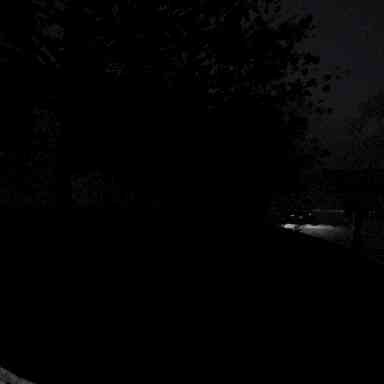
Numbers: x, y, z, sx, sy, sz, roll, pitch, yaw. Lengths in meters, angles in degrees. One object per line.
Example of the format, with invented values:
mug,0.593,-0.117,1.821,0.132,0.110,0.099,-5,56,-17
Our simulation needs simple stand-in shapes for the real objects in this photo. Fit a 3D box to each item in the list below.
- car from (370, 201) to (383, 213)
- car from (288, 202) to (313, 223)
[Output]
car,22.769,1.724,39.424,4.181,1.385,1.994,1,0,-5
car,7.824,1.516,25.557,1.837,1.490,4.892,-1,0,6
